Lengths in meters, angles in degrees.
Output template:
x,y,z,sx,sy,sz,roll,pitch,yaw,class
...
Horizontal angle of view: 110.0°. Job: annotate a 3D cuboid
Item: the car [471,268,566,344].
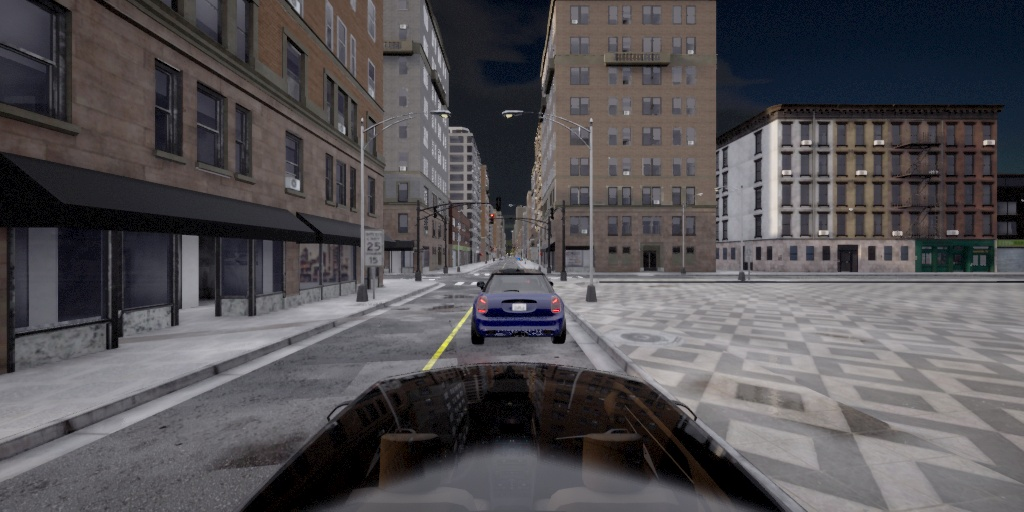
x,y,z,sx,sy,sz,roll,pitch,yaw,class
0.100,1.102,9.716,2.097,1.767,4.553,0,0,-1,car
